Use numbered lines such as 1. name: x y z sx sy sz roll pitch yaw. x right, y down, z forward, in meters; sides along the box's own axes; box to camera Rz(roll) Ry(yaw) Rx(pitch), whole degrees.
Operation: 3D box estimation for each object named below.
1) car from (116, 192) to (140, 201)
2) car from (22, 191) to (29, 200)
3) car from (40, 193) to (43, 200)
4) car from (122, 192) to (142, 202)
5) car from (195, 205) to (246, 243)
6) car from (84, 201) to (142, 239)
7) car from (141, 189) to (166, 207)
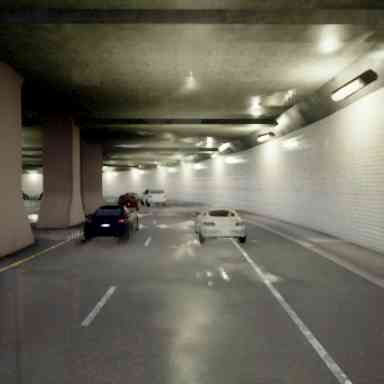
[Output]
1. car: -6.529 0.973 33.312 1.882 1.535 5.008 0 1 -14
2. car: -29.269 0.502 56.092 2.097 1.767 4.553 -1 1 -44
3. car: -23.909 0.690 55.163 1.812 1.442 4.674 0 1 -37
4. car: -9.347 0.747 51.460 1.812 1.442 4.674 0 1 -26
5. car: 1.142 1.304 14.577 1.812 1.442 4.674 0 1 -3
6. car: -3.707 1.324 15.772 1.994 1.385 4.181 0 1 -3
7. car: -4.589 0.625 39.251 2.150 2.045 5.566 0 1 -19
